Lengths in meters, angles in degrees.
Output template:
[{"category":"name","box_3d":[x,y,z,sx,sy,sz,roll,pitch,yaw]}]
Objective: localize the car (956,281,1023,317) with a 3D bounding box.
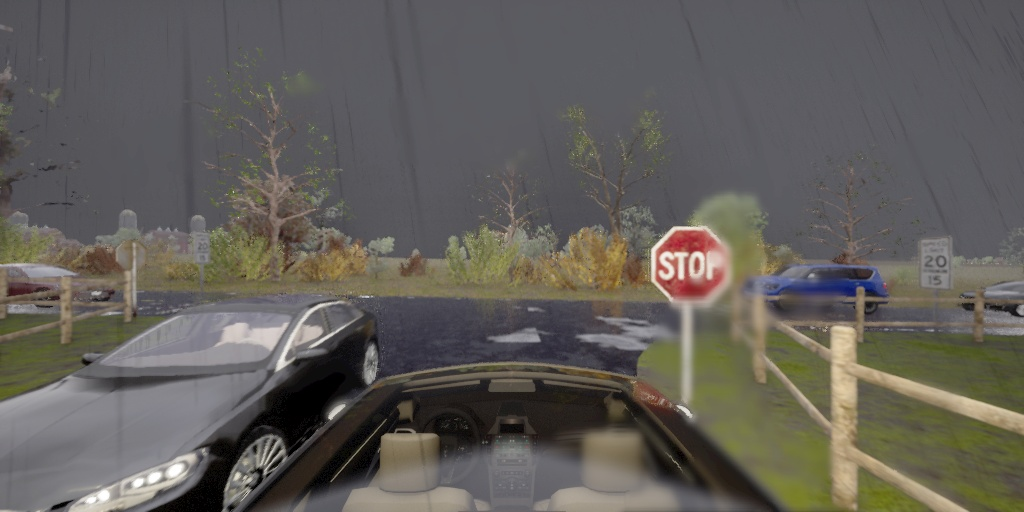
[{"category":"car","box_3d":[22.872,1.858,15.898,4.892,1.490,1.837,1,0,0]}]

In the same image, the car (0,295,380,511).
[{"category":"car","box_3d":[-2.910,1.258,4.040,2.128,1.511,4.902,0,0,-6]}]

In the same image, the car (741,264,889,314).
[{"category":"car","box_3d":[13.253,1.369,15.915,5.566,2.045,2.150,1,0,0]}]

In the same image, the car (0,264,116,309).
[{"category":"car","box_3d":[-17.371,1.029,13.016,4.674,1.442,1.812,1,0,0]}]
